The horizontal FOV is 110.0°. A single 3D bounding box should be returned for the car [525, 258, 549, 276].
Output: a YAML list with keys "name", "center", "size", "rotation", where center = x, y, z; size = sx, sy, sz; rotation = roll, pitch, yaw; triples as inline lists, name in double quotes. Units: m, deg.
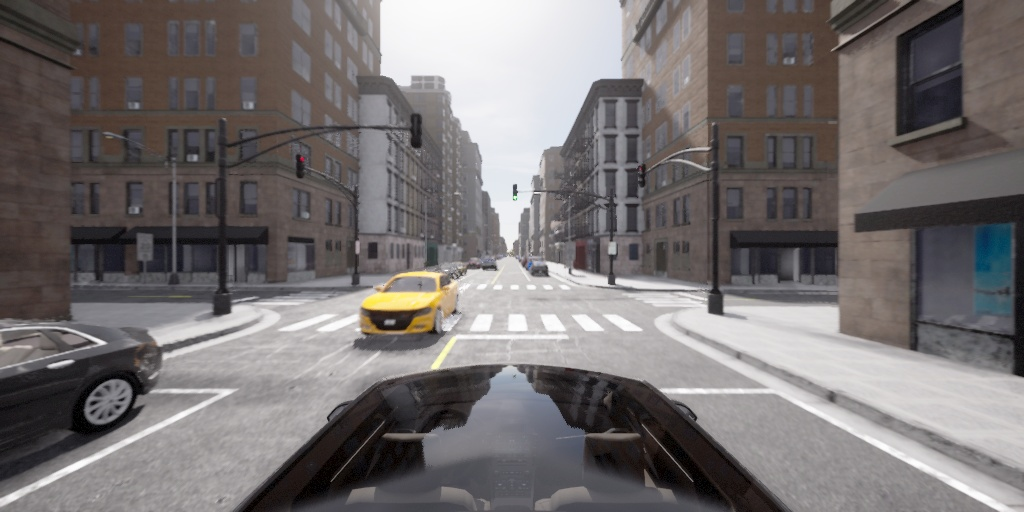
- name: "car"
  center: [2.629, 1.189, 35.122]
  size: [2.007, 1.370, 4.403]
  rotation: [0, 0, 0]

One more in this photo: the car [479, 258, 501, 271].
- name: "car"
  center: [-2.766, 1.215, 45.536]
  size: [1.895, 1.301, 4.718]
  rotation: [0, 0, 0]

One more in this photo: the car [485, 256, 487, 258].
- name: "car"
  center: [-5.432, 1.092, 56.573]
  size: [1.751, 1.417, 4.829]
  rotation: [0, 0, 0]

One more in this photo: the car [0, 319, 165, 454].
- name: "car"
  center: [-5.388, 1.297, 2.837]
  size: [2.007, 1.370, 4.403]
  rotation: [0, 0, 0]

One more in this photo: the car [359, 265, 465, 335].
- name: "car"
  center: [-2.752, 1.212, 10.579]
  size: [1.882, 1.535, 5.008]
  rotation: [0, 0, 0]

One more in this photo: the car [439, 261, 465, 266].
- name: "car"
  center: [-5.399, 1.207, 29.712]
  size: [2.007, 1.370, 4.403]
  rotation: [0, 0, 0]

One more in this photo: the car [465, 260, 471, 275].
- name: "car"
  center: [-5.405, 1.164, 34.949]
  size: [1.751, 1.417, 4.829]
  rotation: [0, 0, 0]

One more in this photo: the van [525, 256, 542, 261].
- name: "van"
  center: [2.629, 0.961, 40.528]
  size: [1.690, 1.789, 3.998]
  rotation: [0, 0, 0]

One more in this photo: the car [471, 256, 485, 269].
- name: "car"
  center: [-5.426, 1.024, 51.337]
  size: [1.967, 1.591, 4.097]
  rotation: [0, 0, 0]

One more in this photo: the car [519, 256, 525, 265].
- name: "car"
  center: [2.628, 0.881, 56.747]
  size: [2.192, 1.841, 5.009]
  rotation: [0, 0, 0]

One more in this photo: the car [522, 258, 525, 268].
- name: "car"
  center: [2.628, 1.185, 45.934]
  size: [1.802, 1.307, 4.207]
  rotation: [0, 0, 0]
